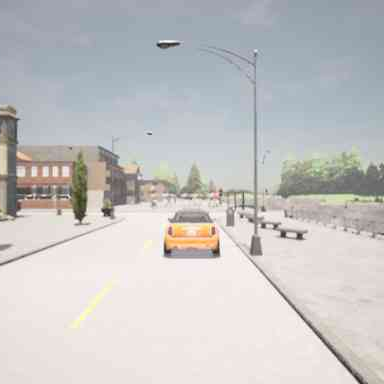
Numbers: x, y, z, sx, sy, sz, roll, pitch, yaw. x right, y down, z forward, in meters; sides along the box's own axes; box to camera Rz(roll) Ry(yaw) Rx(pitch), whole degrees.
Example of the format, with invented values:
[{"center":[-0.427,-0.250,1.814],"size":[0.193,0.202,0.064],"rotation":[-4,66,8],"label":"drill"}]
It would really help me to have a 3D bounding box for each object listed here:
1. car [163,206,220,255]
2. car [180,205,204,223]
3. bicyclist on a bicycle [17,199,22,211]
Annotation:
[{"center":[-0.003,1.492,14.087],"size":[2.097,1.767,4.553],"rotation":[0,-1,0],"label":"car"},{"center":[-0.007,1.893,29.105],"size":[1.895,1.301,4.718],"rotation":[0,-1,0],"label":"car"},{"center":[-24.212,1.814,46.422],"size":[0.582,1.620,1.656],"rotation":[0,0,0],"label":"bicyclist on a bicycle"}]
